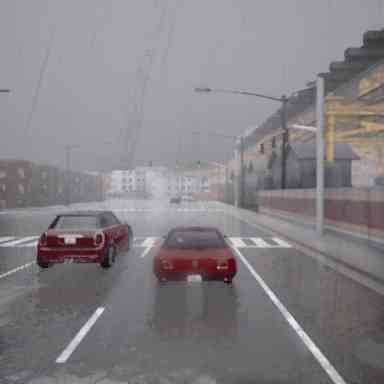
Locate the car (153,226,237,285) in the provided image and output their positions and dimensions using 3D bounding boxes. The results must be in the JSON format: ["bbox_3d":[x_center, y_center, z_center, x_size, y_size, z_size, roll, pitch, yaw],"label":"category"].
[{"bbox_3d":[0.076,1.637,9.577,1.895,1.301,4.718,0,0,0],"label":"car"}]

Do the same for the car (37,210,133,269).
[{"bbox_3d":[-3.422,1.396,11.492,2.097,1.767,4.553,0,0,0],"label":"car"}]

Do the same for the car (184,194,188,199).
[{"bbox_3d":[-1.338,1.446,94.857,2.150,2.045,5.566,0,0,-17],"label":"car"}]

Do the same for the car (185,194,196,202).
[{"bbox_3d":[-0.072,1.910,84.931,1.895,1.301,4.718,0,0,-3],"label":"car"}]

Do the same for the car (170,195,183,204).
[{"bbox_3d":[-3.436,1.738,69.430,1.882,1.535,5.008,0,0,0],"label":"car"}]
